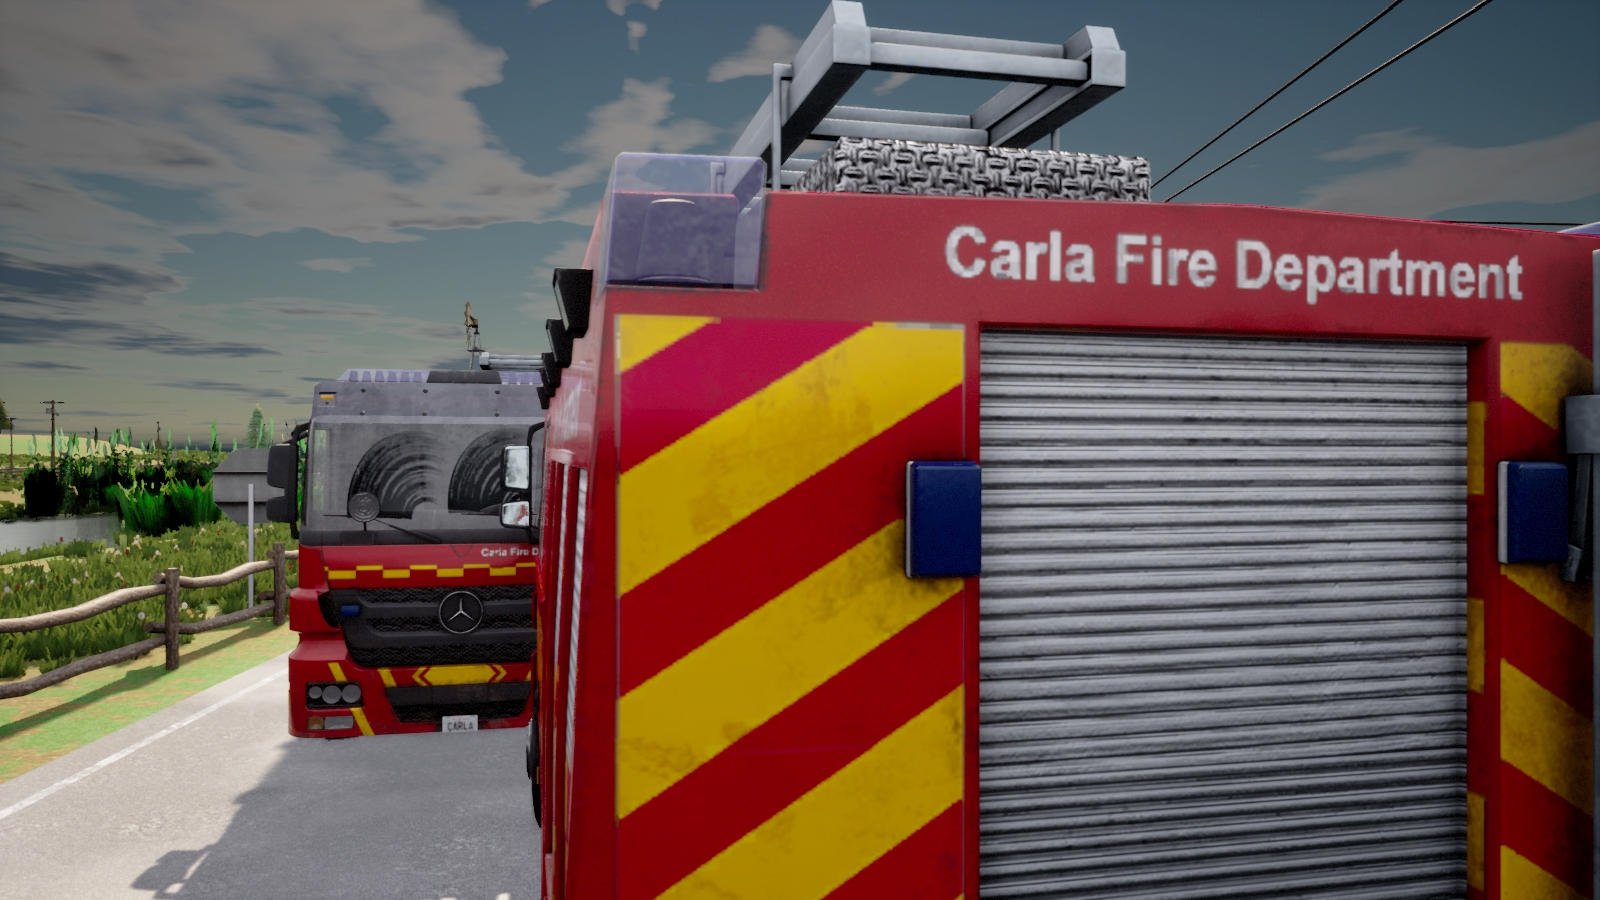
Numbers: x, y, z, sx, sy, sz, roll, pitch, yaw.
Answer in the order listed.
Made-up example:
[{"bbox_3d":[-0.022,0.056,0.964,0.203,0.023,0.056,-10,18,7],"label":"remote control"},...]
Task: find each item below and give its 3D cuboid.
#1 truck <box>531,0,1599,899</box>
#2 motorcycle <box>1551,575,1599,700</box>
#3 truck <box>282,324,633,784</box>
[{"bbox_3d":[-0.115,0.866,6.869,2.891,3.827,8.468,0,0,-13],"label":"truck"},{"bbox_3d":[9.811,2.142,13.173,1.805,1.316,0.856,0,0,-7],"label":"motorcycle"},{"bbox_3d":[-3.887,0.862,13.960,2.891,3.827,8.468,0,0,-13],"label":"truck"}]
